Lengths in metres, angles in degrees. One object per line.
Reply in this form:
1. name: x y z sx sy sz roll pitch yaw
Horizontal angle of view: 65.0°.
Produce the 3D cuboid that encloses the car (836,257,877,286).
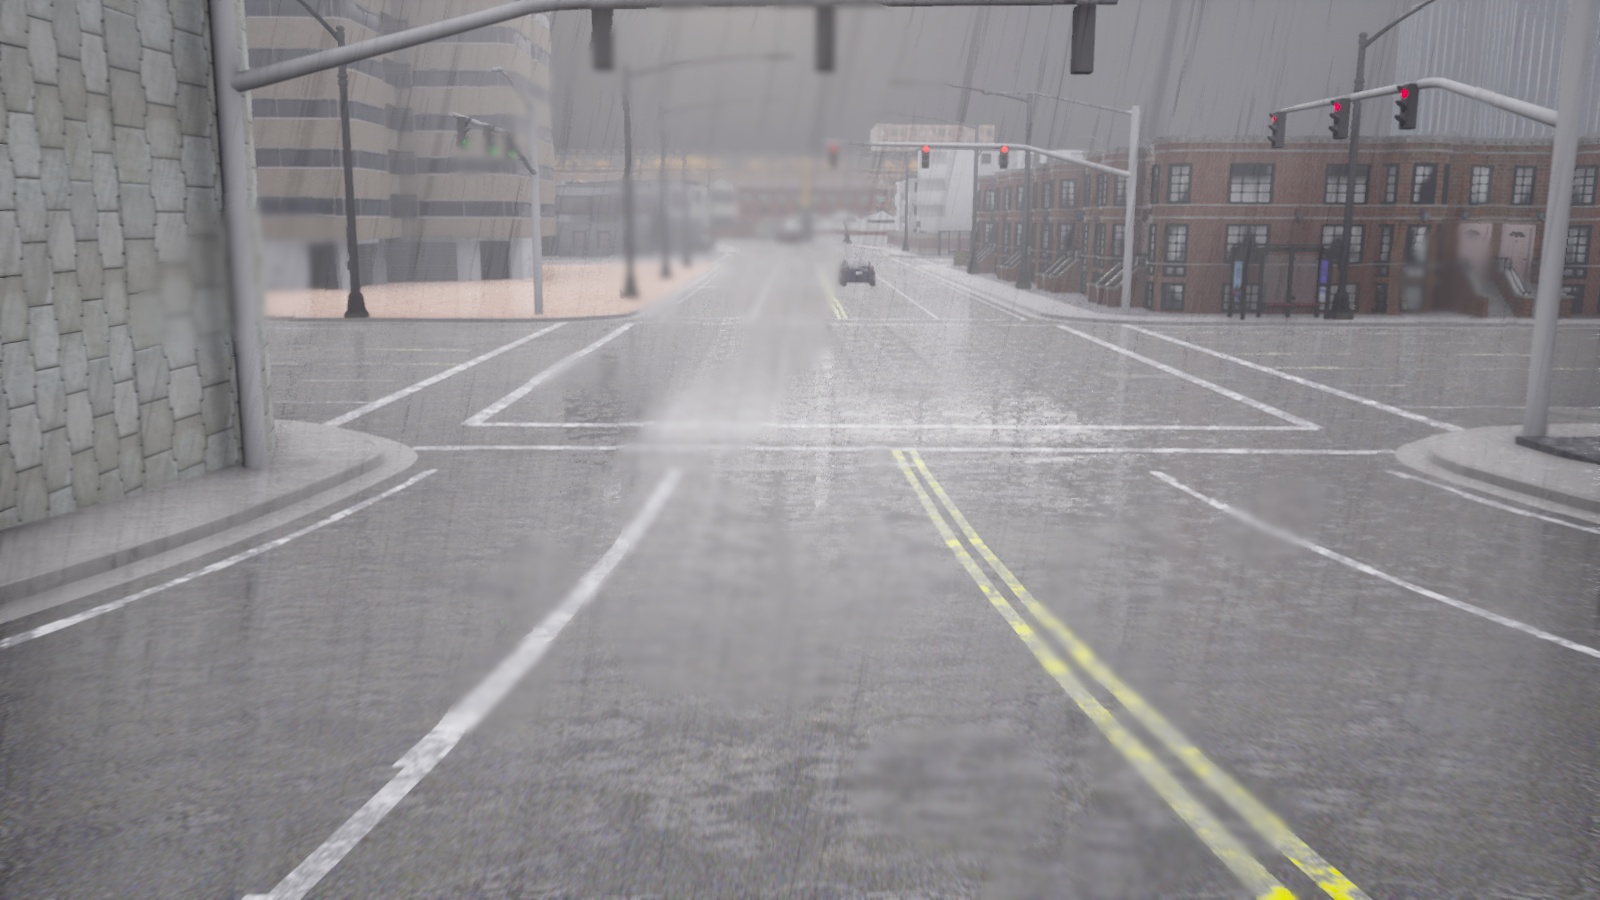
1. car: 3.273 -10.543 73.976 2.163 1.488 4.792 0 10 0
